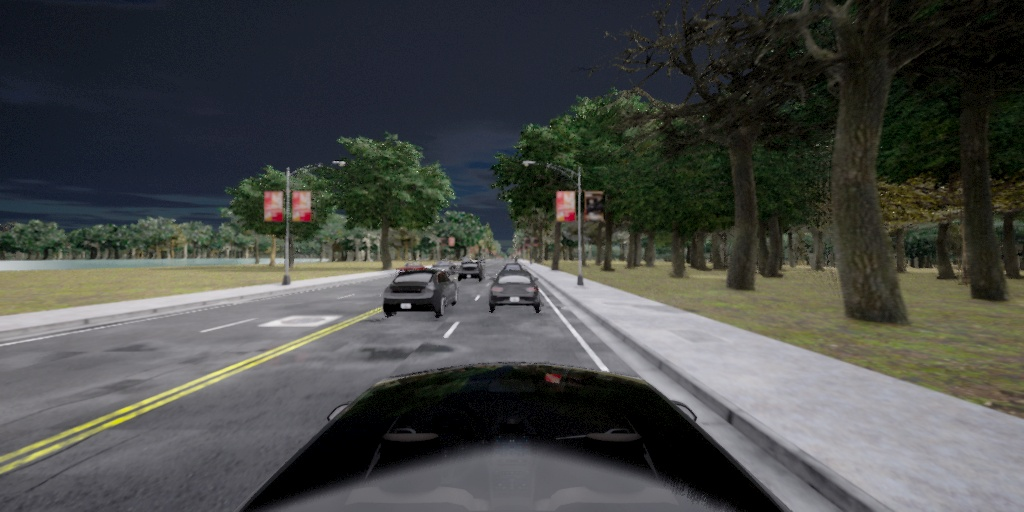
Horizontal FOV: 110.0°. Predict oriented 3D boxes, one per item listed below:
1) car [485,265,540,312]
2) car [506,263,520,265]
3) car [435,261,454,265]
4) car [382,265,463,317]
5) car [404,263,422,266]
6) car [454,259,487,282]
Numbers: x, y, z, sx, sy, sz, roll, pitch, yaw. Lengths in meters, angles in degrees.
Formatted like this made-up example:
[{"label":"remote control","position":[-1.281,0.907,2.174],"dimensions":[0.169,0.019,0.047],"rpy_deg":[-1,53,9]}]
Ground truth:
[{"label":"car","position":[0.089,1.261,14.119],"dimensions":[1.812,1.442,4.674],"rpy_deg":[0,0,0]},{"label":"car","position":[0.081,1.281,29.249],"dimensions":[1.994,1.385,4.181],"rpy_deg":[0,0,0]},{"label":"car","position":[-6.610,1.203,34.765],"dimensions":[2.128,1.511,4.902],"rpy_deg":[0,0,0]},{"label":"car","position":[-3.162,1.241,13.102],"dimensions":[1.837,1.490,4.892],"rpy_deg":[0,0,0]},{"label":"car","position":[-9.861,1.312,35.181],"dimensions":[1.895,1.301,4.718],"rpy_deg":[0,0,0]},{"label":"car","position":[-3.170,1.222,28.744],"dimensions":[1.837,1.490,4.892],"rpy_deg":[0,0,0]}]
